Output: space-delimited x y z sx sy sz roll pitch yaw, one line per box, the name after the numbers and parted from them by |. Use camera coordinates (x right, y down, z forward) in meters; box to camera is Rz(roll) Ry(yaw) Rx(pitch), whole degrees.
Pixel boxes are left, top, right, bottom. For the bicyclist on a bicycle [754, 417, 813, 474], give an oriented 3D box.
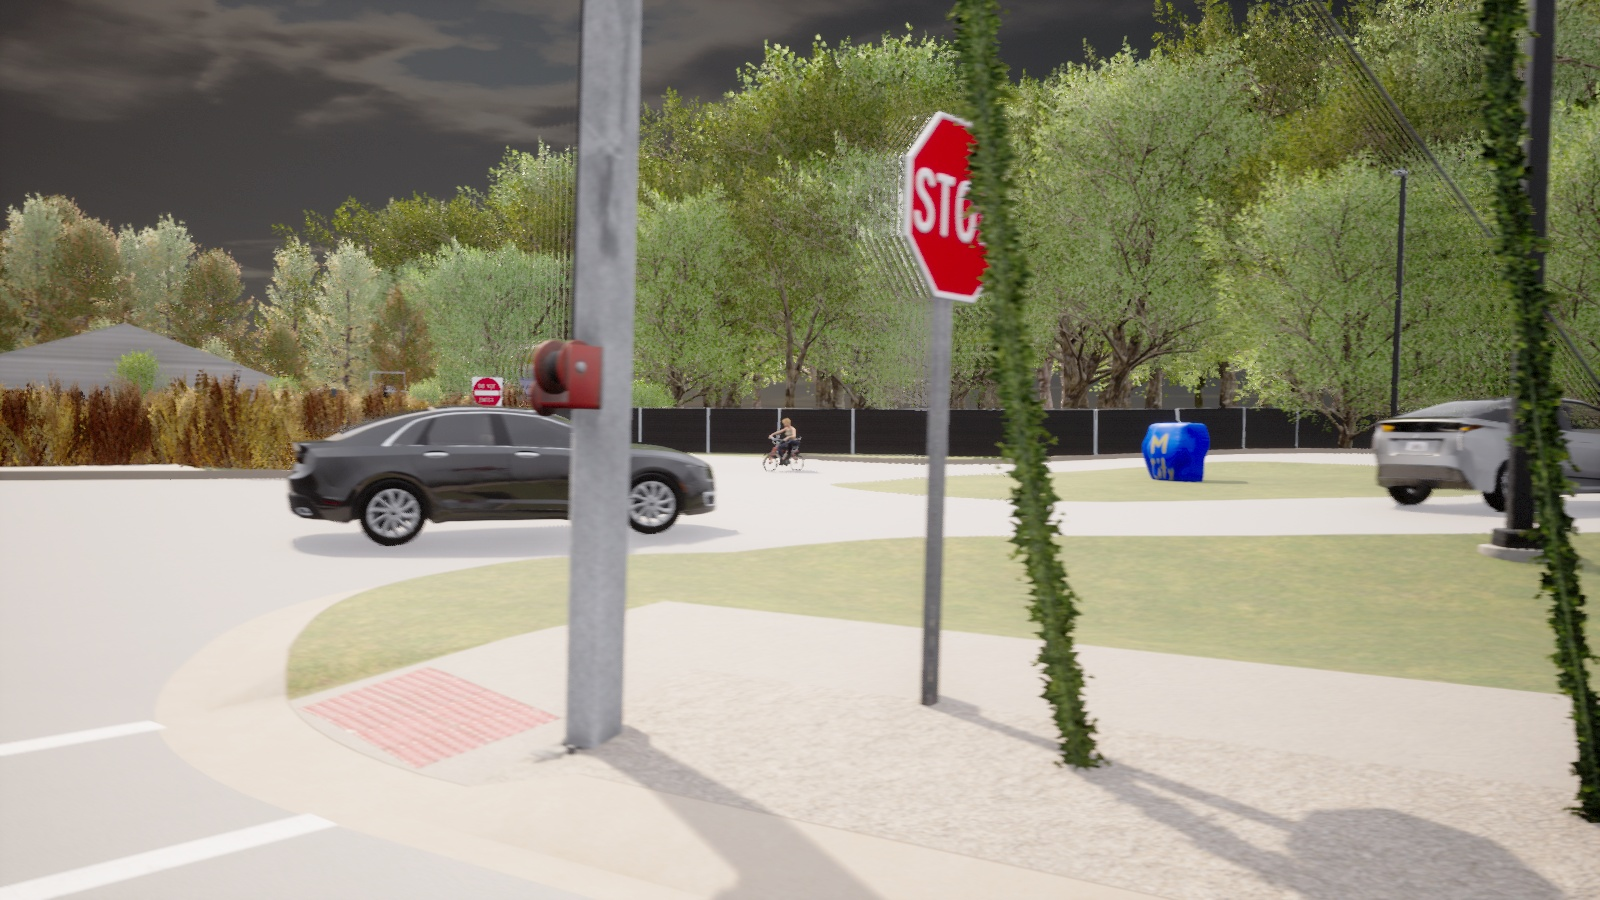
-0.492 -0.138 37.416 1.509 1.612 0.866 -2 4 -36 | bicyclist on a bicycle

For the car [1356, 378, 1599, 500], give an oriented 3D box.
10.255 -0.201 17.502 4.514 1.525 2.007 -2 1 -22 | car

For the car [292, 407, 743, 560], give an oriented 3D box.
-3.303 0.303 14.756 4.892 1.490 1.837 -2 2 -22 | car
